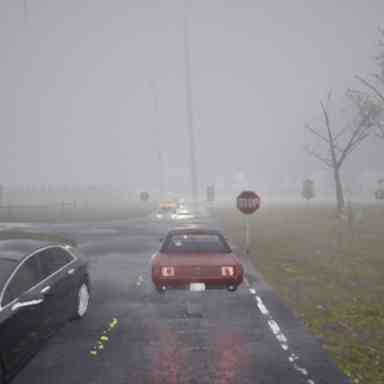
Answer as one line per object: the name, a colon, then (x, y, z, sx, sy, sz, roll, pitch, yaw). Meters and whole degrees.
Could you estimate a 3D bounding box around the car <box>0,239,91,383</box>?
car: (-2.843, 1.523, 4.553, 1.837, 1.490, 4.892, 0, 0, 0)

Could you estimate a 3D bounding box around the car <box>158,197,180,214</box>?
car: (-2.776, 1.625, 38.463, 1.882, 1.535, 5.008, 0, 0, 0)

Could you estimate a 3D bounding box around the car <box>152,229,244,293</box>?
car: (0.050, 1.637, 8.942, 1.895, 1.301, 4.718, 0, 0, -2)

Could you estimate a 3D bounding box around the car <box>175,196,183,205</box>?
car: (-2.750, 1.686, 48.597, 1.837, 1.490, 4.892, 0, 0, 0)
